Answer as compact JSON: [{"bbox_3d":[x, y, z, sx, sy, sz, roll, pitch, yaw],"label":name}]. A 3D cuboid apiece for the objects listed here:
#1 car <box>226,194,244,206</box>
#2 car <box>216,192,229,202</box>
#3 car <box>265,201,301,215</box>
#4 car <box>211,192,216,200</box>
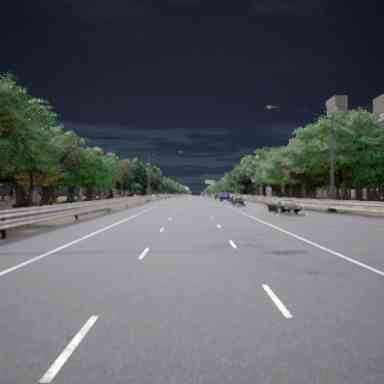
[{"bbox_3d":[6.998,1.337,52.612,1.837,1.490,4.892,-1,0,-1],"label":"car"},{"bbox_3d":[6.988,1.024,71.915,2.150,2.045,5.566,0,0,0],"label":"car"},{"bbox_3d":[9.133,1.523,33.738,1.895,1.301,4.718,0,0,-10],"label":"car"},{"bbox_3d":[7.025,1.008,88.930,2.150,2.045,5.566,0,0,0],"label":"car"}]
